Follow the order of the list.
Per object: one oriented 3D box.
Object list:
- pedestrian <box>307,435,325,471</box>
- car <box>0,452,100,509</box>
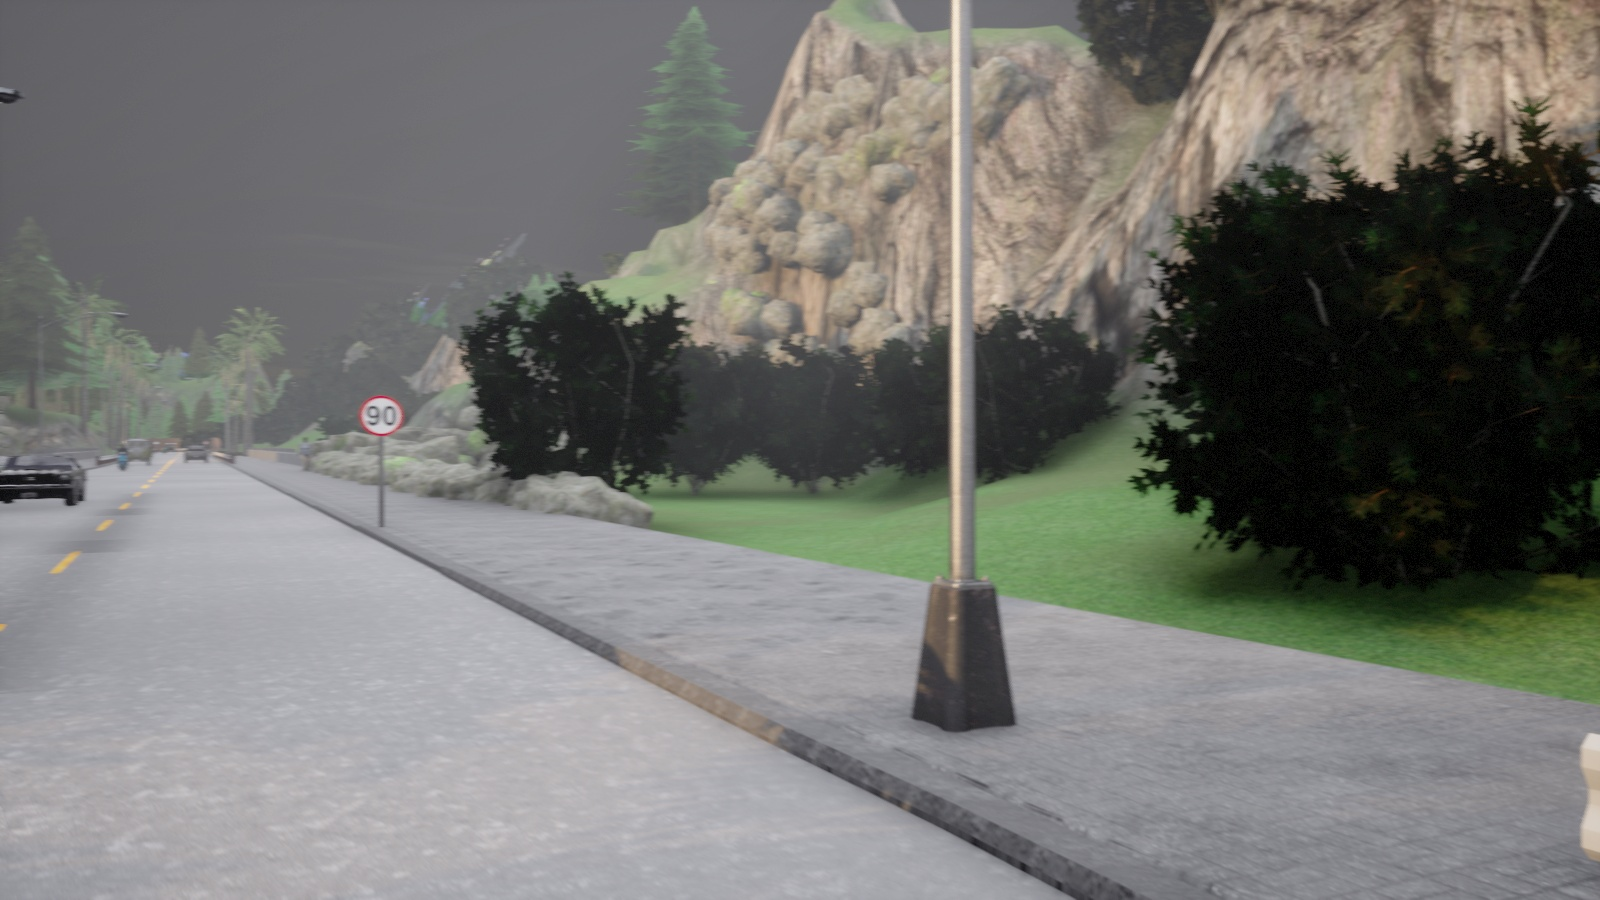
[{"bbox_3d":[-25.153,0.147,65.230,0.874,1.855,0.900,0,0,-21],"label":"pedestrian"},{"bbox_3d":[-18.910,0.712,31.665,1.895,1.301,4.718,0,0,-26],"label":"car"}]
